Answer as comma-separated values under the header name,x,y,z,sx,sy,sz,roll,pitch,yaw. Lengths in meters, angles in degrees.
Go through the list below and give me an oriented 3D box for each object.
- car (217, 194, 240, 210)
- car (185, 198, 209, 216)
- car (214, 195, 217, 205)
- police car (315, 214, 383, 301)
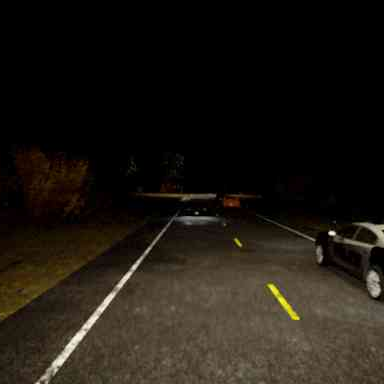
name,x,y,z,sx,sy,sz,roll,pitch,yaw
car,4.116,1.141,36.790,1.882,1.535,5.008,0,0,1
car,0.421,1.260,28.948,2.033,1.411,5.357,0,1,1
car,4.228,1.046,48.643,1.837,1.490,4.892,0,1,1
police car,4.654,1.379,8.304,1.930,1.638,5.238,0,1,1
